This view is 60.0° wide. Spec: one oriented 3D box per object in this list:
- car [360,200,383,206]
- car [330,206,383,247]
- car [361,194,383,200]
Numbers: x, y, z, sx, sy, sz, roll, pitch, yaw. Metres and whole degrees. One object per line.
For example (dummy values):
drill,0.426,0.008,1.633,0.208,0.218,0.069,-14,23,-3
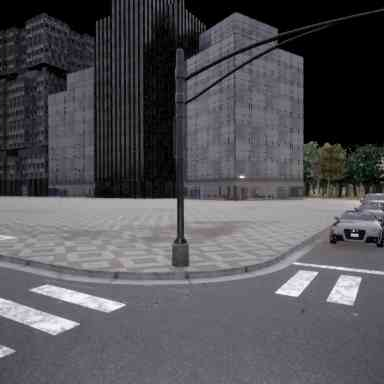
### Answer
car,12.554,1.539,23.558,1.994,1.385,4.181,0,0,31
car,7.506,1.548,15.023,1.994,1.385,4.181,0,0,30
car,18.027,1.185,32.759,2.150,2.045,5.566,0,0,31
